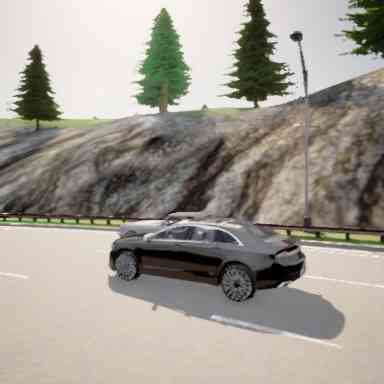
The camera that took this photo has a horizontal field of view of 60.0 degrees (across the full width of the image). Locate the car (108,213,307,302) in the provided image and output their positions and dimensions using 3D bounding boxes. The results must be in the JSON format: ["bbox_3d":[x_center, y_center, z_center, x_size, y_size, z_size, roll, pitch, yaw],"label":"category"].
[{"bbox_3d":[0.147,1.378,7.919,4.902,1.511,2.128,0,1,32],"label":"car"}]

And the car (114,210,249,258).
[{"bbox_3d":[-0.442,1.431,12.441,4.718,1.301,1.895,0,1,29],"label":"car"}]
